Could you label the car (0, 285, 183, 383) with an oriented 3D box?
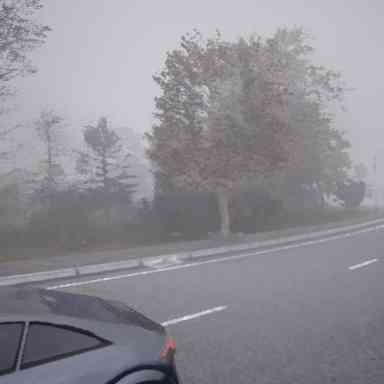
[{"bbox_3d":[-2.134,1.579,2.612,4.181,1.385,1.994,0,0,-36],"label":"car"}]
